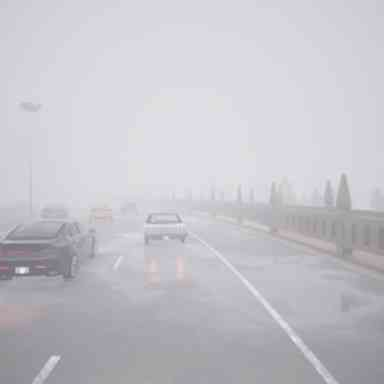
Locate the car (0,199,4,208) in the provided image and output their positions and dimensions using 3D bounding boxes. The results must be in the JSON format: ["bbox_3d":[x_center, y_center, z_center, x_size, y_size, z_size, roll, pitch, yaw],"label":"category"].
[{"bbox_3d":[-30.470,1.844,51.780,1.837,1.490,4.892,0,0,-33],"label":"car"}]

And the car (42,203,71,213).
[{"bbox_3d":[-11.202,1.639,27.561,1.882,1.535,5.008,0,0,-16],"label":"car"}]

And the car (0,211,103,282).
[{"bbox_3d":[-4.148,1.564,10.067,1.837,1.490,4.892,0,0,-6],"label":"car"}]

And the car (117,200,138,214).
[{"bbox_3d":[-7.359,1.694,37.891,1.837,1.490,4.892,0,0,-20],"label":"car"}]

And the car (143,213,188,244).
[{"bbox_3d":[-1.447,1.676,16.377,1.895,1.301,4.718,0,0,-9],"label":"car"}]

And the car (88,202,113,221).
[{"bbox_3d":[-7.788,1.628,28.355,1.882,1.535,5.008,0,0,-16],"label":"car"}]
